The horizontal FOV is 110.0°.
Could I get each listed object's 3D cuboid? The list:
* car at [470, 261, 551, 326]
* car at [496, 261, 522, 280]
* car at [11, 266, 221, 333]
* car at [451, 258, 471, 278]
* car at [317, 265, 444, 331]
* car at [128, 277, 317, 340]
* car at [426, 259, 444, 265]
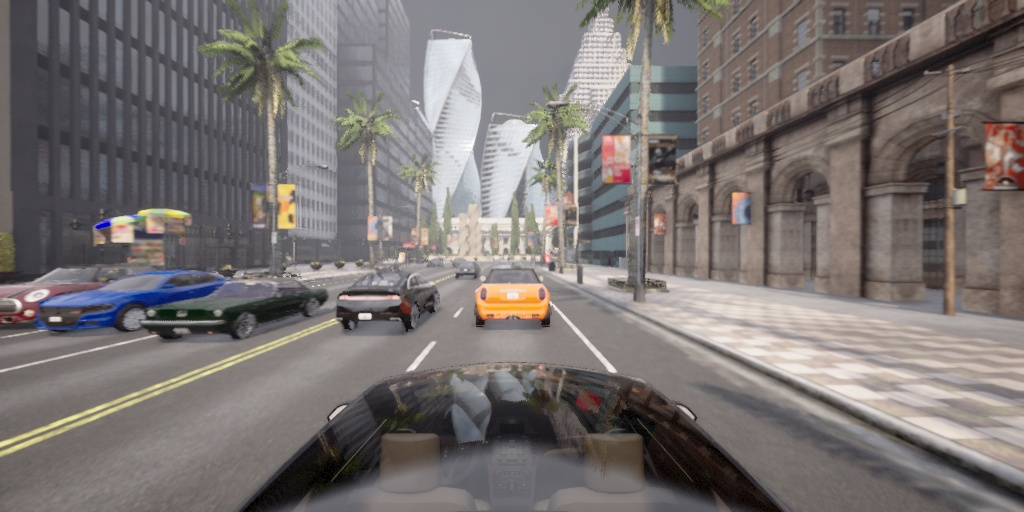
[{"bbox_3d":[-0.002,1.059,11.634,2.097,1.767,4.553,0,0,-1],"label":"car"},{"bbox_3d":[-0.286,1.170,31.313,2.033,1.411,5.357,0,0,-1],"label":"car"},{"bbox_3d":[-10.681,1.187,10.861,1.882,1.535,5.008,0,0,-1],"label":"car"},{"bbox_3d":[-3.786,1.170,31.314,2.033,1.411,5.357,0,0,-1],"label":"car"},{"bbox_3d":[-3.491,1.202,10.876,2.128,1.511,4.902,0,0,-1],"label":"car"},{"bbox_3d":[-7.169,1.315,9.968,1.895,1.301,4.718,0,0,-1],"label":"car"},{"bbox_3d":[-11.283,1.093,52.703,1.994,1.385,4.181,0,0,0],"label":"car"}]
